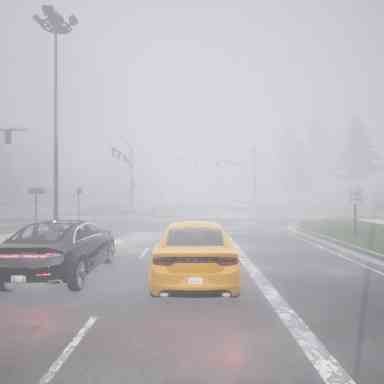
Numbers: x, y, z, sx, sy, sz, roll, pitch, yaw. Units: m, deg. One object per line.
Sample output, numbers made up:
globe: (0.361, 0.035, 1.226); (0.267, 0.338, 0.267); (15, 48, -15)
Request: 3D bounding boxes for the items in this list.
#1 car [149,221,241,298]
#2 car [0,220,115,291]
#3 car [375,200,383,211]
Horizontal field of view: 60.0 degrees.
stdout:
car: (0.072, 1.478, 8.578); (1.882, 1.535, 5.008); (0, 0, 0)
car: (-3.420, 1.492, 8.962); (2.128, 1.511, 4.902); (0, 0, 0)
car: (24.678, 1.214, 39.147); (5.566, 2.045, 2.150); (-1, 0, -1)
